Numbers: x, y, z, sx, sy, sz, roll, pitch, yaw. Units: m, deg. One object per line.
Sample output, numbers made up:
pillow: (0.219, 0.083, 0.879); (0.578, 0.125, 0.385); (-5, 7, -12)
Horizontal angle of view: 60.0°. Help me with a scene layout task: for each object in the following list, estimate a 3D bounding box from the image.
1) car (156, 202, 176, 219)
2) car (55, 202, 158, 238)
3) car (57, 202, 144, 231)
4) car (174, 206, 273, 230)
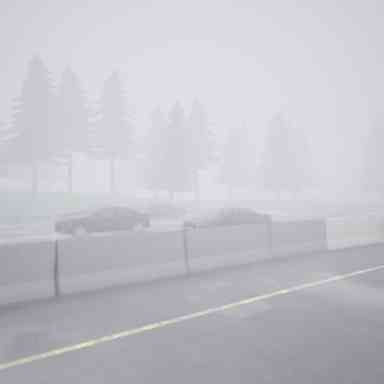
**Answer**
car: (-2.957, 1.527, 27.300); (5.357, 1.411, 2.033); (0, 0, -33)
car: (-4.637, 1.467, 17.757); (5.008, 1.535, 1.882); (0, 0, -34)
car: (-5.784, 1.479, 21.210); (4.902, 1.511, 2.128); (0, 0, -34)
car: (1.999, 1.530, 18.002); (5.357, 1.411, 2.033); (0, 0, -33)
